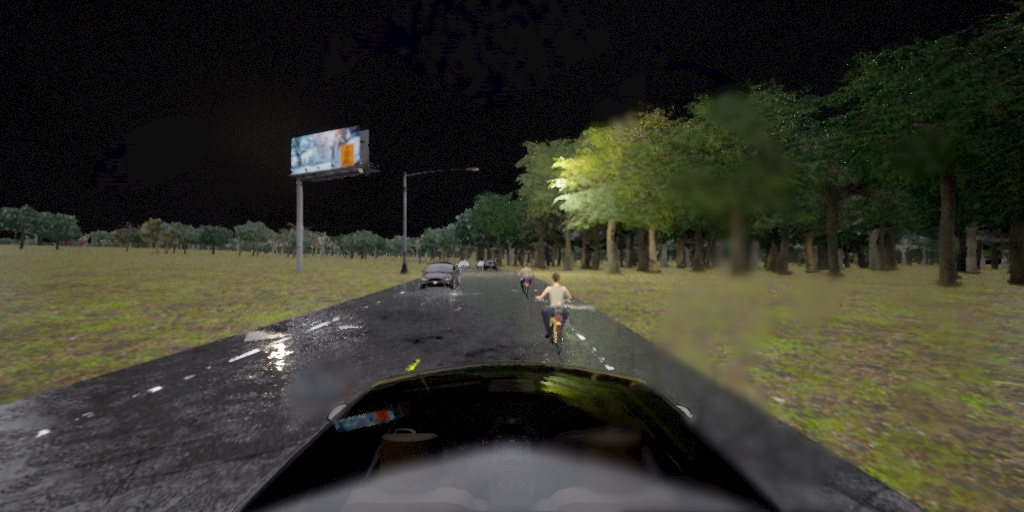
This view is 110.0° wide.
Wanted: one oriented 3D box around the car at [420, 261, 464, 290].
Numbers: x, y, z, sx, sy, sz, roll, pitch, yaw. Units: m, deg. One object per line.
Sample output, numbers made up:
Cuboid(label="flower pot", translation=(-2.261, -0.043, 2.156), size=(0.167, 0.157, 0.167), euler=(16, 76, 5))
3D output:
Cuboid(label="car", translation=(-4.166, 1.137, 21.296), size=(1.837, 1.490, 4.892), euler=(0, 0, -3))

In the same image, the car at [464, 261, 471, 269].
Cuboid(label="car", translation=(-8.317, 1.515, 62.507), size=(1.812, 1.442, 4.674), euler=(0, -1, -8))

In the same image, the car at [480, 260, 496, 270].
Cuboid(label="car", translation=(-3.383, 1.343, 53.559), size=(1.837, 1.490, 4.892), euler=(0, -1, -7))

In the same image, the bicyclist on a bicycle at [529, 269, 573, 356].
Cuboid(label="bicyclist on a bicycle", translation=(0.902, 1.148, 7.526), size=(0.866, 1.612, 1.509), euler=(0, 0, -1))

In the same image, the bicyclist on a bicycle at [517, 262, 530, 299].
Cuboid(label="bicyclist on a bicycle", translation=(0.655, 1.099, 16.413), size=(0.866, 1.612, 1.509), euler=(0, 0, -3))
